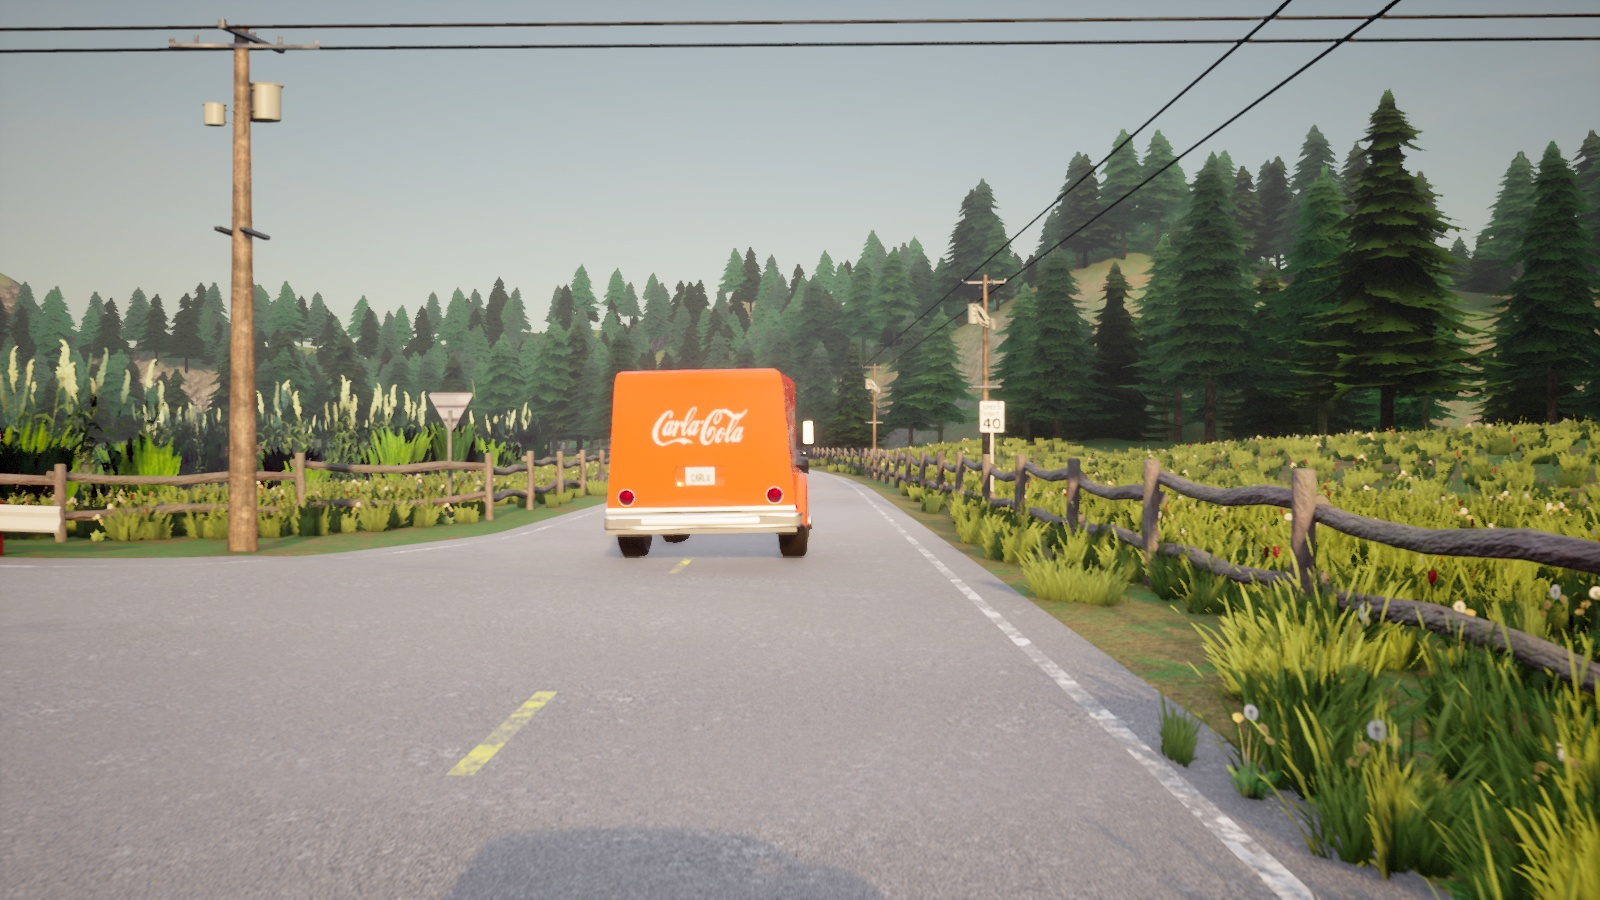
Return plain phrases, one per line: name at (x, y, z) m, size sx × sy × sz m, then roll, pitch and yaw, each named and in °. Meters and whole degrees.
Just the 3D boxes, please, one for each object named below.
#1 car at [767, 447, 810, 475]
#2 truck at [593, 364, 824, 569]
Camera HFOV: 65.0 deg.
car at (-0.638, 0.555, 66.482) m, size 1.994 × 1.385 × 4.181 m, roll 0°, pitch 0°, yaw -4°
truck at (-1.075, 0.192, 17.984) m, size 2.627 × 2.467 × 5.204 m, roll -1°, pitch 0°, yaw 3°
